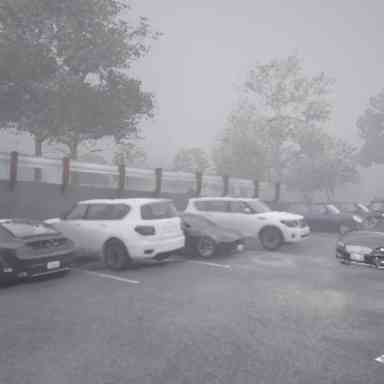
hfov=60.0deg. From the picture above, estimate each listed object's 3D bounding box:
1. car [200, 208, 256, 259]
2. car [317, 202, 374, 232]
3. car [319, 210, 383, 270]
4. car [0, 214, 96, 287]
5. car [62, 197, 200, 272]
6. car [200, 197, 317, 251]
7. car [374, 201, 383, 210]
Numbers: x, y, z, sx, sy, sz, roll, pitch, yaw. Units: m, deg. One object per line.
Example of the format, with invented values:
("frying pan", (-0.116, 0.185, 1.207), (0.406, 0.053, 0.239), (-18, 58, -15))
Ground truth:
("car", (-0.308, 1.518, 12.749), (4.792, 1.488, 2.163), (-1, -1, 35))
("car", (7.029, 1.367, 18.036), (4.553, 1.767, 2.185), (-1, -1, 35))
("car", (6.468, 1.496, 10.427), (4.902, 1.511, 2.128), (0, 0, -35))
("car", (-5.258, 1.487, 9.246), (4.892, 1.521, 2.231), (-1, -1, 35))
("car", (-2.823, 1.237, 11.035), (5.566, 2.045, 2.435), (-1, -1, 34))
("car", (2.152, 1.238, 14.507), (5.566, 2.045, 2.435), (-1, -1, 35))
("car", (9.492, 1.368, 19.796), (4.553, 1.767, 2.185), (-1, -1, 35))
